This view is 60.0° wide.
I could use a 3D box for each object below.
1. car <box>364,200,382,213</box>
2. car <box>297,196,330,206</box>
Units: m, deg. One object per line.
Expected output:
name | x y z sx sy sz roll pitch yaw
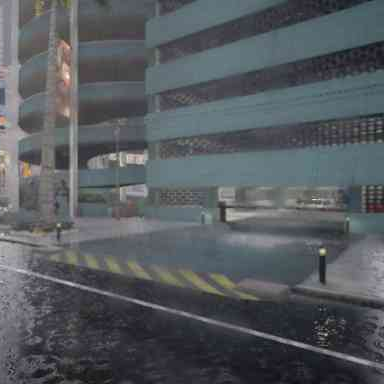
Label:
car | 13.025 1.030 20.763 5.566 2.045 2.435 0 0 36
car | 17.903 1.325 49.229 4.674 1.452 2.002 0 0 36
